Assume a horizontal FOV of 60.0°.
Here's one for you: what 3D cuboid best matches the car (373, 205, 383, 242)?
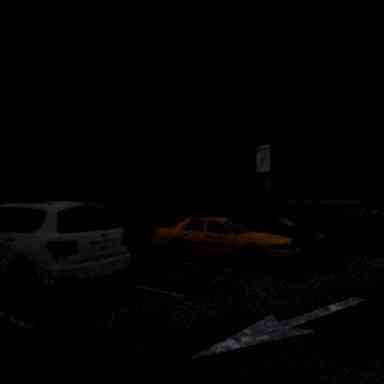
[{"bbox_3d":[8.186,1.605,17.079,5.008,1.535,2.097,-1,-1,34],"label":"car"}]

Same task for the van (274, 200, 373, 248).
[{"bbox_3d":[5.649,1.360,15.394,4.442,1.987,1.878,-1,-1,34],"label":"van"}]

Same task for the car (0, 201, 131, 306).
[{"bbox_3d":[-4.012,1.250,8.290,5.566,2.045,2.435,-1,-1,34],"label":"car"}]

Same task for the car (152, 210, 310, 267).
[{"bbox_3d":[1.036,1.538,11.705,5.366,1.575,1.946,-1,-1,34],"label":"car"}]

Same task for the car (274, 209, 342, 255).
[{"bbox_3d":[3.313,1.604,13.575,4.674,1.452,2.002,-1,-1,34],"label":"car"}]
